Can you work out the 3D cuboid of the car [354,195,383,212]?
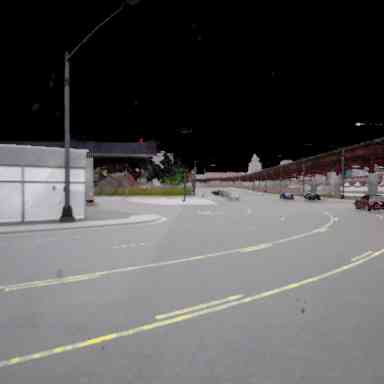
[{"bbox_3d":[18.011,1.034,33.443,2.097,1.767,4.553,0,1,7],"label":"car"}]

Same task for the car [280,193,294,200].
[{"bbox_3d":[18.743,0.867,65.889,1.812,1.442,4.674,0,1,0],"label":"car"}]

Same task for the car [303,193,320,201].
[{"bbox_3d":[22.224,0.895,61.901,1.837,1.490,4.892,0,1,0],"label":"car"}]

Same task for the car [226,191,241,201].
[{"bbox_3d":[8.117,0.871,63.417,1.812,1.442,4.674,0,1,1],"label":"car"}]

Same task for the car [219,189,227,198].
[{"bbox_3d":[8.198,0.530,79.688,2.097,1.767,4.553,0,1,0],"label":"car"}]
